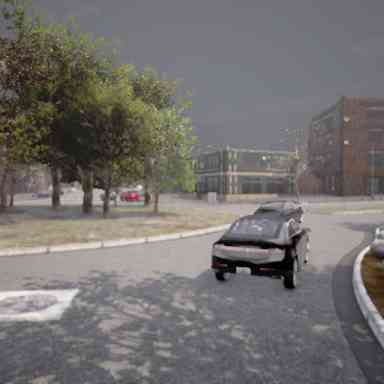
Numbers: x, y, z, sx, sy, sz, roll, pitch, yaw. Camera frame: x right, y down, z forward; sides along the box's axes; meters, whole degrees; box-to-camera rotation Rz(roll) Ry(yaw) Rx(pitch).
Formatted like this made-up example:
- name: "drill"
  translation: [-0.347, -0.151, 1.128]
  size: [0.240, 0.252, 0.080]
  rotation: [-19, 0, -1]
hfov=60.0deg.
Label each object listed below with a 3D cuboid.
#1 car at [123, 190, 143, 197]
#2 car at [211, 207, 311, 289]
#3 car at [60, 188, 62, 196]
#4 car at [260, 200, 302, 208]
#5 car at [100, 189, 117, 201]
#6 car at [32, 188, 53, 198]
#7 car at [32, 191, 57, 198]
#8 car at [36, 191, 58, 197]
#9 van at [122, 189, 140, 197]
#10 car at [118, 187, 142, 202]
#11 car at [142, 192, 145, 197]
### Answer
- name: "car"
  translation: [-14.759, 0.373, 83.155]
  size: [4.553, 1.767, 2.185]
  rotation: [0, 1, -15]
- name: "car"
  translation: [2.046, 1.379, 9.013]
  size: [2.128, 1.511, 4.902]
  rotation: [0, 1, 24]
- name: "car"
  translation: [-35.434, 0.317, 82.293]
  size: [4.553, 1.767, 2.185]
  rotation: [0, 1, -15]
- name: "car"
  translation: [5.485, 1.289, 20.508]
  size: [1.837, 1.490, 4.892]
  rotation: [0, 0, 35]
- name: "car"
  translation: [-15.789, 0.708, 61.728]
  size: [2.097, 1.767, 4.553]
  rotation: [0, 1, -23]
- name: "car"
  translation: [-33.228, 0.471, 74.318]
  size: [4.553, 1.767, 2.185]
  rotation: [0, 1, -15]
- name: "car"
  translation: [-34.000, 0.548, 76.973]
  size: [5.008, 1.535, 2.097]
  rotation: [0, 1, -15]
- name: "car"
  translation: [-34.727, 0.536, 79.631]
  size: [4.674, 1.452, 2.002]
  rotation: [0, 1, -15]
- name: "van"
  translation: [-15.674, 0.220, 85.917]
  size: [4.442, 1.987, 1.878]
  rotation: [0, 1, -15]
- name: "car"
  translation: [-10.912, 0.640, 57.836]
  size: [2.150, 2.045, 5.566]
  rotation: [0, 1, -25]
- name: "car"
  translation: [-13.373, 0.618, 77.903]
  size: [4.792, 1.488, 2.163]
  rotation: [0, 1, -15]
